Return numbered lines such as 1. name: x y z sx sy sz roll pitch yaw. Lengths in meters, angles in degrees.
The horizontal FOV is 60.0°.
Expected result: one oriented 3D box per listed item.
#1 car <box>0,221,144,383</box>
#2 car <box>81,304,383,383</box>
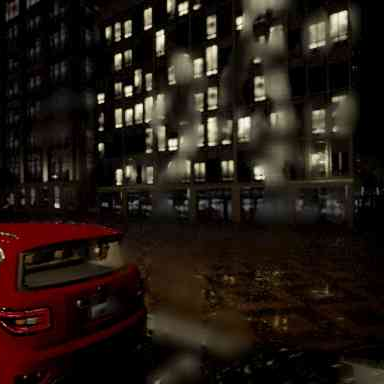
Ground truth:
1. car: -2.903 1.367 4.951 5.009 1.841 2.192 -1 -1 35
2. car: 1.608 1.562 1.732 4.313 1.339 1.947 -1 -1 35
